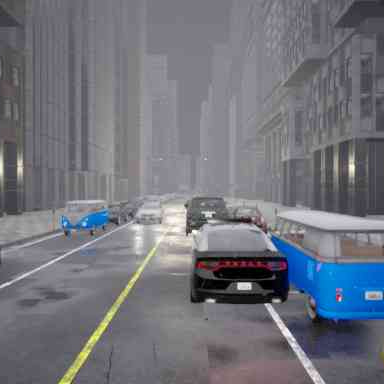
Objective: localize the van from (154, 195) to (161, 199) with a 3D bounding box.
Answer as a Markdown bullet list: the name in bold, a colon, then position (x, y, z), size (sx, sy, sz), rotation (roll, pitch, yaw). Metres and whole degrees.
- **van**: position (-5.706, 1.342, 46.361), size (1.690, 1.788, 3.998), rotation (0, 0, 0)

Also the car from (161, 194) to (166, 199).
- **car**: position (-5.698, 1.441, 51.997), size (1.967, 1.590, 4.097), rotation (0, 0, 0)

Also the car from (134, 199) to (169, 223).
- **car**: position (-3.066, 1.526, 25.322), size (1.812, 1.442, 4.674), rotation (0, 0, 0)

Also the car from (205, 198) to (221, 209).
- **car**: position (2.820, 1.567, 46.359), size (1.947, 1.339, 4.313), rotation (0, 0, 0)

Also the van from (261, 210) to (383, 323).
- **van**: position (2.767, 1.341, 6.904), size (1.690, 1.788, 3.998), rotation (0, 0, 0)

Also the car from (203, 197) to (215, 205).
- **car**: position (2.835, 1.546, 57.632), size (1.887, 1.381, 4.507), rotation (0, 0, 0)

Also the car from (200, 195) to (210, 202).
- **car**: position (2.857, 1.443, 74.540), size (1.967, 1.590, 4.097), rotation (0, 0, 0)

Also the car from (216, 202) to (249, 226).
- **car**: position (2.791, 1.525, 23.984), size (1.752, 1.417, 4.829), rotation (0, 0, 0)

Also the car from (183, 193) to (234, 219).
- **car**: position (0.756, 1.215, 18.245), size (2.150, 2.045, 5.566), rotation (0, 0, 0)

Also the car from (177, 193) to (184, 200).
- **car**: position (-2.876, 1.575, 95.298), size (1.994, 1.385, 4.181), rotation (0, 0, 0)

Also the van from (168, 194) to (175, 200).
- **van**: position (-5.646, 1.350, 91.453), size (1.690, 1.788, 3.998), rotation (0, 0, 0)

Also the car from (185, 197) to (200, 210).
- **car**: position (0.095, 1.506, 45.055), size (1.837, 1.490, 4.892), rotation (0, 0, 1)

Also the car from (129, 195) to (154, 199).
- **car**: position (-5.721, 1.315, 35.086), size (2.192, 1.841, 5.009), rotation (0, 0, 0)

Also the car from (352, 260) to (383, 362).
- **car**: position (2.761, 1.525, 1.438), size (1.752, 1.417, 4.829), rotation (0, 0, 0)

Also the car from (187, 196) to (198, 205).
- **car**: position (0.075, 1.506, 58.068), size (1.837, 1.490, 4.892), rotation (0, 0, 0)

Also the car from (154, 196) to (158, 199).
- **car**: position (-5.712, 1.545, 40.724), size (1.887, 1.381, 4.507), rotation (0, 0, 0)

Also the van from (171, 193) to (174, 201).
- **van**: position (-5.668, 1.344, 74.544), size (1.690, 1.788, 3.998), rotation (0, 0, 0)

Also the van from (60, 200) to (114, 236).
- **van**: position (-5.743, 1.341, 18.177), size (1.690, 1.788, 3.998), rotation (0, 0, 0)

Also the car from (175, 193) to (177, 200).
- **car**: position (-5.653, 1.557, 85.817), size (2.008, 1.369, 4.403), rotation (0, 0, 0)

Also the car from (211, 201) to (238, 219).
- **car**: position (2.798, 1.551, 29.450), size (2.008, 1.369, 4.403), rotation (0, 0, 0)

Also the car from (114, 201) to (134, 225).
- **car**: position (-5.735, 1.566, 23.813), size (1.947, 1.339, 4.313), rotation (0, 0, 0)

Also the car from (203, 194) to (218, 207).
- **car**: position (2.827, 1.316, 51.995), size (2.192, 1.841, 5.009), rotation (0, 0, 0)

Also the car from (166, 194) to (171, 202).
- **car**: position (-5.683, 1.442, 63.271), size (1.967, 1.590, 4.097), rotation (0, 0, 0)

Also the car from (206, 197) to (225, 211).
- **car**: position (2.812, 1.441, 40.722), size (1.967, 1.590, 4.097), rotation (0, 0, 0)

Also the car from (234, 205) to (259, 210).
- **car**: position (2.783, 1.440, 18.177), size (1.967, 1.590, 4.097), rotation (0, 0, 0)

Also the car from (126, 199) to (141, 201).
- **car**: position (-5.727, 1.566, 29.450), size (1.947, 1.339, 4.313), rotation (0, 0, 0)

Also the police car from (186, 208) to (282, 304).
- **police car**: position (0.910, 1.425, 8.332), size (1.930, 1.638, 5.238), rotation (0, 0, 0)

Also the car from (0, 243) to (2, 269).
- **car**: position (-5.757, 1.566, 6.903), size (1.947, 1.339, 4.313), rotation (0, 0, 0)

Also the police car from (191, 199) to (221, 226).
- **police car**: position (0.931, 1.425, 24.332), size (1.930, 1.638, 5.238), rotation (0, 0, 0)
